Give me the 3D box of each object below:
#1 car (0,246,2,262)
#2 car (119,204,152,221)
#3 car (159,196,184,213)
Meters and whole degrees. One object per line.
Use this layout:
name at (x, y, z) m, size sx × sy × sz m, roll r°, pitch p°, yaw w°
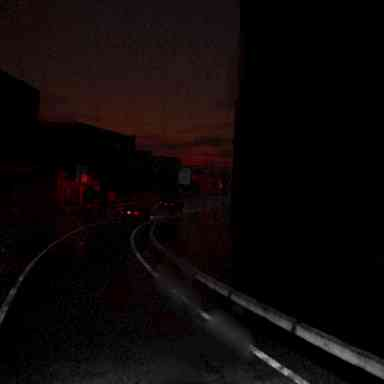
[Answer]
car at (-5.155, 1.611, 6.479) m, size 1.895 × 1.301 × 4.718 m, roll 1°, pitch -1°, yaw -20°
car at (-5.001, 1.812, 30.158) m, size 2.033 × 1.411 × 5.357 m, roll 3°, pitch 0°, yaw 5°
car at (-2.658, 1.621, 43.873) m, size 2.150 × 2.045 × 5.566 m, roll 3°, pitch 1°, yaw 13°
